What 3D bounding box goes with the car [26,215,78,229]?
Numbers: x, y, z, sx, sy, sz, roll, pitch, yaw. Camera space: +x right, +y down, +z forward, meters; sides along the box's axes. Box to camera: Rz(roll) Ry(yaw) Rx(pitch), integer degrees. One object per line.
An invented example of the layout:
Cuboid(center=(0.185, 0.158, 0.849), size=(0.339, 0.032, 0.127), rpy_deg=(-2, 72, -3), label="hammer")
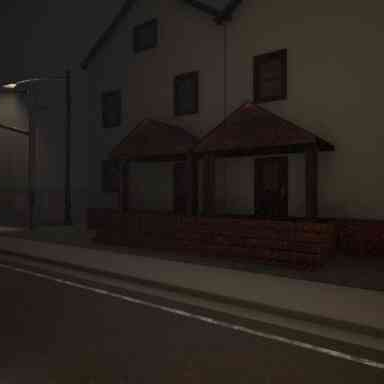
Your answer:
Cuboid(center=(-13.551, 3.016, 32.557), size=(2.128, 1.511, 4.902), rpy_deg=(0, -9, 36), label="car")
